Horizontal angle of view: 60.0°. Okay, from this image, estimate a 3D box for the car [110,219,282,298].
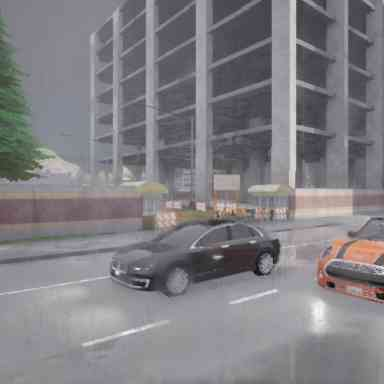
[{"bbox_3d":[0.312,1.505,8.681,4.892,1.490,1.837,0,0,-38],"label":"car"}]

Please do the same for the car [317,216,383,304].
[{"bbox_3d":[4.981,1.349,7.889,4.553,1.767,2.097,0,0,-37],"label":"car"}]

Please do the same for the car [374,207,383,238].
[{"bbox_3d":[11.575,1.505,17.311,4.892,1.490,1.837,0,0,-37],"label":"car"}]
